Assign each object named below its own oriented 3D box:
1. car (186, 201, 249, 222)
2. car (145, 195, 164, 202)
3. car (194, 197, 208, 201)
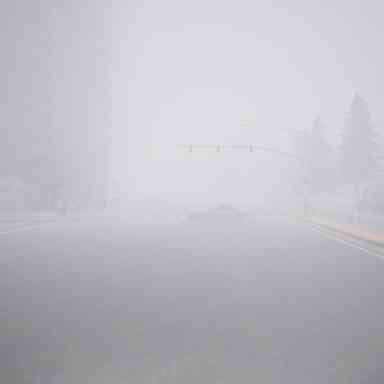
[{"bbox_3d":[1.924,1.577,26.001,4.718,1.301,1.895,0,0,-14],"label":"car"},{"bbox_3d":[-8.016,1.452,70.837,4.902,1.511,2.128,0,0,42],"label":"car"},{"bbox_3d":[1.356,1.516,48.737,1.812,1.442,4.674,0,1,3],"label":"car"}]
